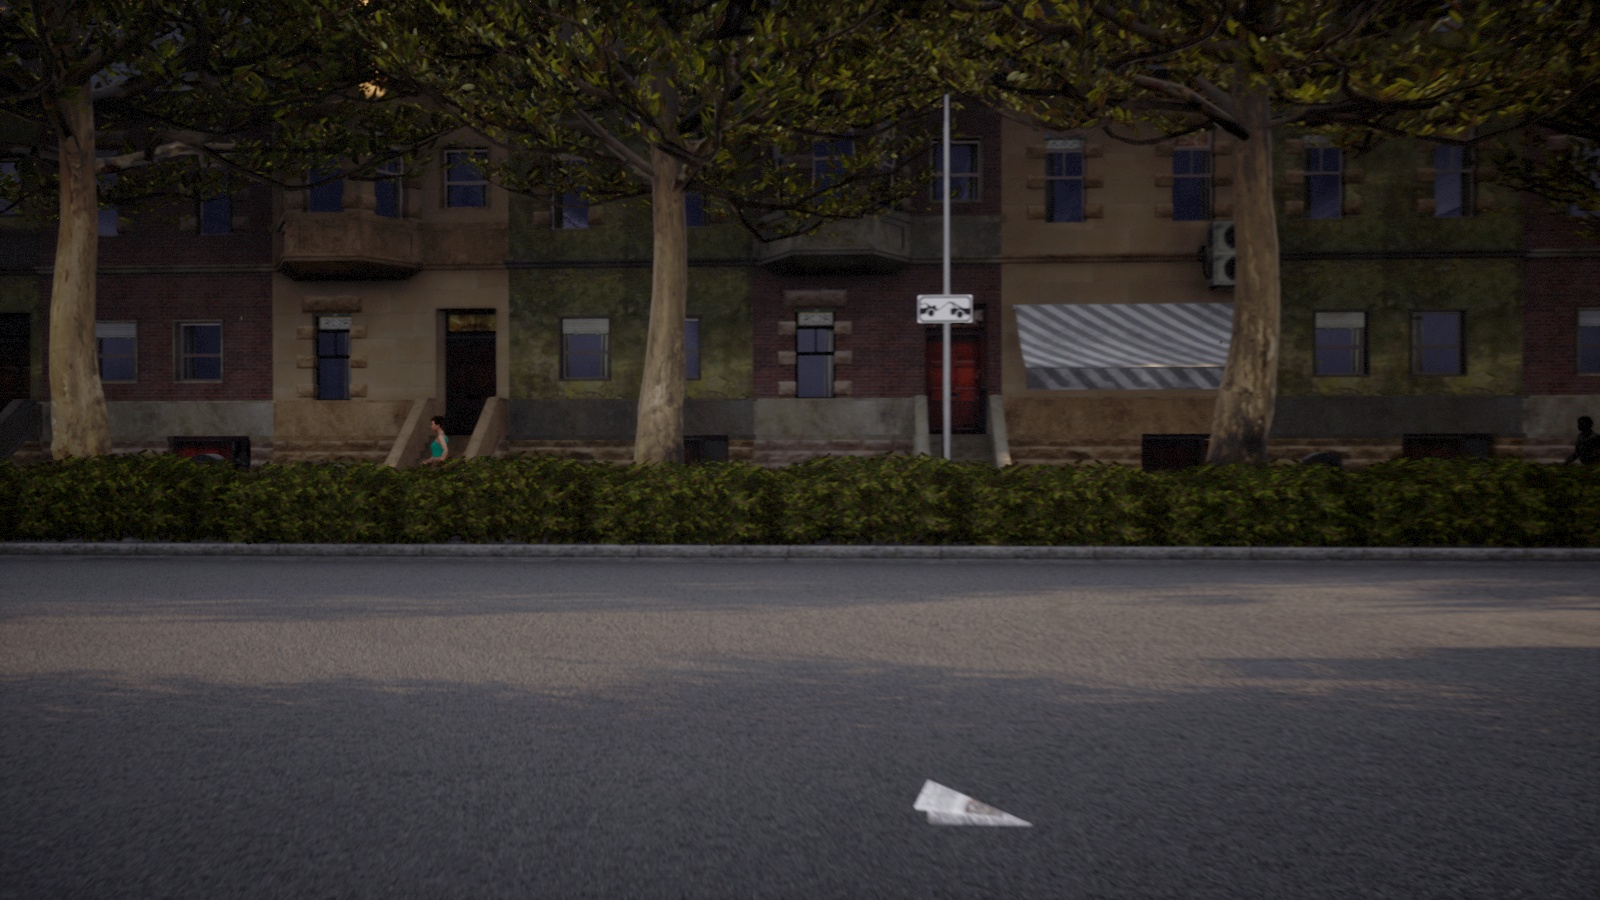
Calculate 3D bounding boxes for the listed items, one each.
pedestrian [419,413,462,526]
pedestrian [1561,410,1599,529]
[{"bbox_3d":[-5.908,0.322,20.641,0.594,1.836,0.345,0,0,3],"label":"pedestrian"},{"bbox_3d":[12.965,0.317,20.620,0.692,1.930,0.395,0,0,6],"label":"pedestrian"}]
